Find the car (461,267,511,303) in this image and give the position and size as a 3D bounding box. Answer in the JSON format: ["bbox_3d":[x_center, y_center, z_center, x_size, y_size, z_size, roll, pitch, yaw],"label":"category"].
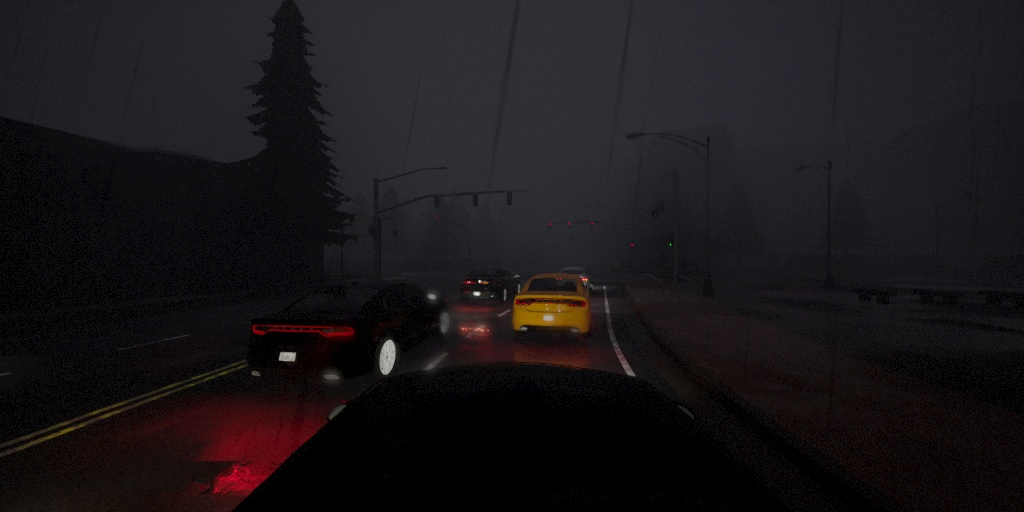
[{"bbox_3d":[-0.859,1.255,16.672,1.837,1.490,4.892,0,0,13],"label":"car"}]

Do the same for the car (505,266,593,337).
[{"bbox_3d":[1.301,1.228,10.398,1.882,1.535,5.008,0,0,11],"label":"car"}]

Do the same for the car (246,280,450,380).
[{"bbox_3d":[-2.764,1.228,7.368,1.882,1.535,5.008,0,0,7],"label":"car"}]

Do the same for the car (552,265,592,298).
[{"bbox_3d":[3.370,1.274,19.428,1.812,1.442,4.674,0,0,14],"label":"car"}]
